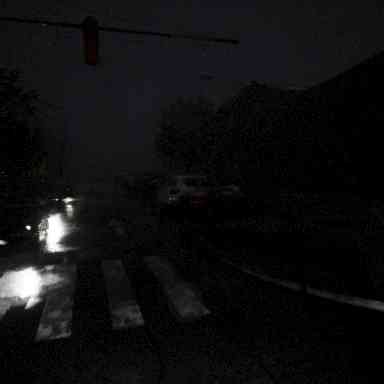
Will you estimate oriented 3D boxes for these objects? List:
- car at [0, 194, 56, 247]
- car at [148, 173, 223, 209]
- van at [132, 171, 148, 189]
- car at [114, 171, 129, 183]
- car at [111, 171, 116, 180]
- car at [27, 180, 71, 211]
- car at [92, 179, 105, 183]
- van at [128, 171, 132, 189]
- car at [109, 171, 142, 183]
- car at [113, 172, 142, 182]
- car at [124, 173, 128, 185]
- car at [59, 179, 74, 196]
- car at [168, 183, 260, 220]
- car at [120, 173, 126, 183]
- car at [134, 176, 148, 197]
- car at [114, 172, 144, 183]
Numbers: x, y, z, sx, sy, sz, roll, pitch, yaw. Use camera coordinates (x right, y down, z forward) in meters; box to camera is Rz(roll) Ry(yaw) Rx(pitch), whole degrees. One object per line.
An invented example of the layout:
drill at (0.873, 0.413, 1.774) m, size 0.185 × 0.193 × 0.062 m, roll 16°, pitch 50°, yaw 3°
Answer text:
car at (-6.279, 1.042, 11.935) m, size 1.895 × 1.301 × 4.718 m, roll -2°, pitch 4°, yaw -17°
car at (0.567, 0.000, 19.782) m, size 5.566 × 2.045 × 2.435 m, roll -3°, pitch 5°, yaw -36°
van at (-2.975, -0.778, 31.253) m, size 4.442 × 1.987 × 1.878 m, roll -3°, pitch 5°, yaw -36°
car at (-8.818, -1.983, 51.671) m, size 5.366 × 1.575 × 1.946 m, roll -3°, pitch 5°, yaw -37°
car at (-9.881, -2.423, 54.406) m, size 5.566 × 2.045 × 2.435 m, roll -3°, pitch 5°, yaw -37°
car at (-9.027, 0.312, 20.821) m, size 2.128 × 1.511 × 4.902 m, roll -2°, pitch 4°, yaw -17°
car at (-19.832, -2.114, 70.752) m, size 1.895 × 1.301 × 4.718 m, roll -2°, pitch -3°, yaw -2°
van at (-3.837, -0.981, 34.149) m, size 4.442 × 1.987 × 1.878 m, roll -3°, pitch 5°, yaw -36°
car at (-12.601, -2.867, 63.005) m, size 5.566 × 2.045 × 2.435 m, roll -1°, pitch -1°, yaw -37°
car at (-11.659, -2.665, 60.213) m, size 4.553 × 1.767 × 2.185 m, roll -2°, pitch 2°, yaw -38°
car at (-4.455, -0.974, 37.241) m, size 5.366 × 1.575 × 1.946 m, roll -3°, pitch 5°, yaw -36°
car at (-12.303, -0.445, 31.453) m, size 1.882 × 1.535 × 5.008 m, roll -2°, pitch 4°, yaw -17°
car at (1.413, 0.494, 16.896) m, size 4.674 × 1.452 × 2.002 m, roll -3°, pitch 5°, yaw -36°
car at (-6.337, -1.328, 42.918) m, size 4.674 × 1.452 × 2.002 m, roll -3°, pitch 5°, yaw -37°
car at (-2.033, -0.354, 28.449) m, size 4.892 × 1.521 × 2.231 m, roll -3°, pitch 5°, yaw -36°
car at (-10.798, -2.500, 57.318) m, size 4.553 × 1.767 × 2.185 m, roll -3°, pitch 4°, yaw -38°
